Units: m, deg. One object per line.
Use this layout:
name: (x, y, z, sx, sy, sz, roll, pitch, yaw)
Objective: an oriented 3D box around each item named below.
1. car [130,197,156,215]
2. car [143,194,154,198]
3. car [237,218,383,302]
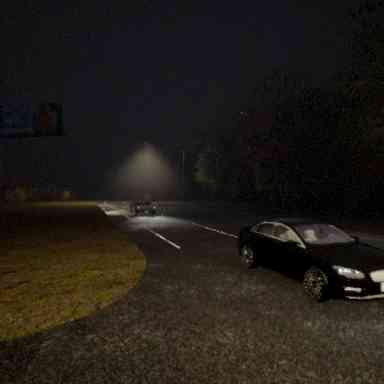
car: (-4.696, 1.444, 31.531, 1.895, 1.301, 4.718, 0, 0, -18)
car: (-8.627, 1.195, 65.988, 1.812, 1.442, 4.674, 0, 0, -18)
car: (2.867, 1.471, 8.497, 2.128, 1.511, 4.902, 0, 1, -19)
